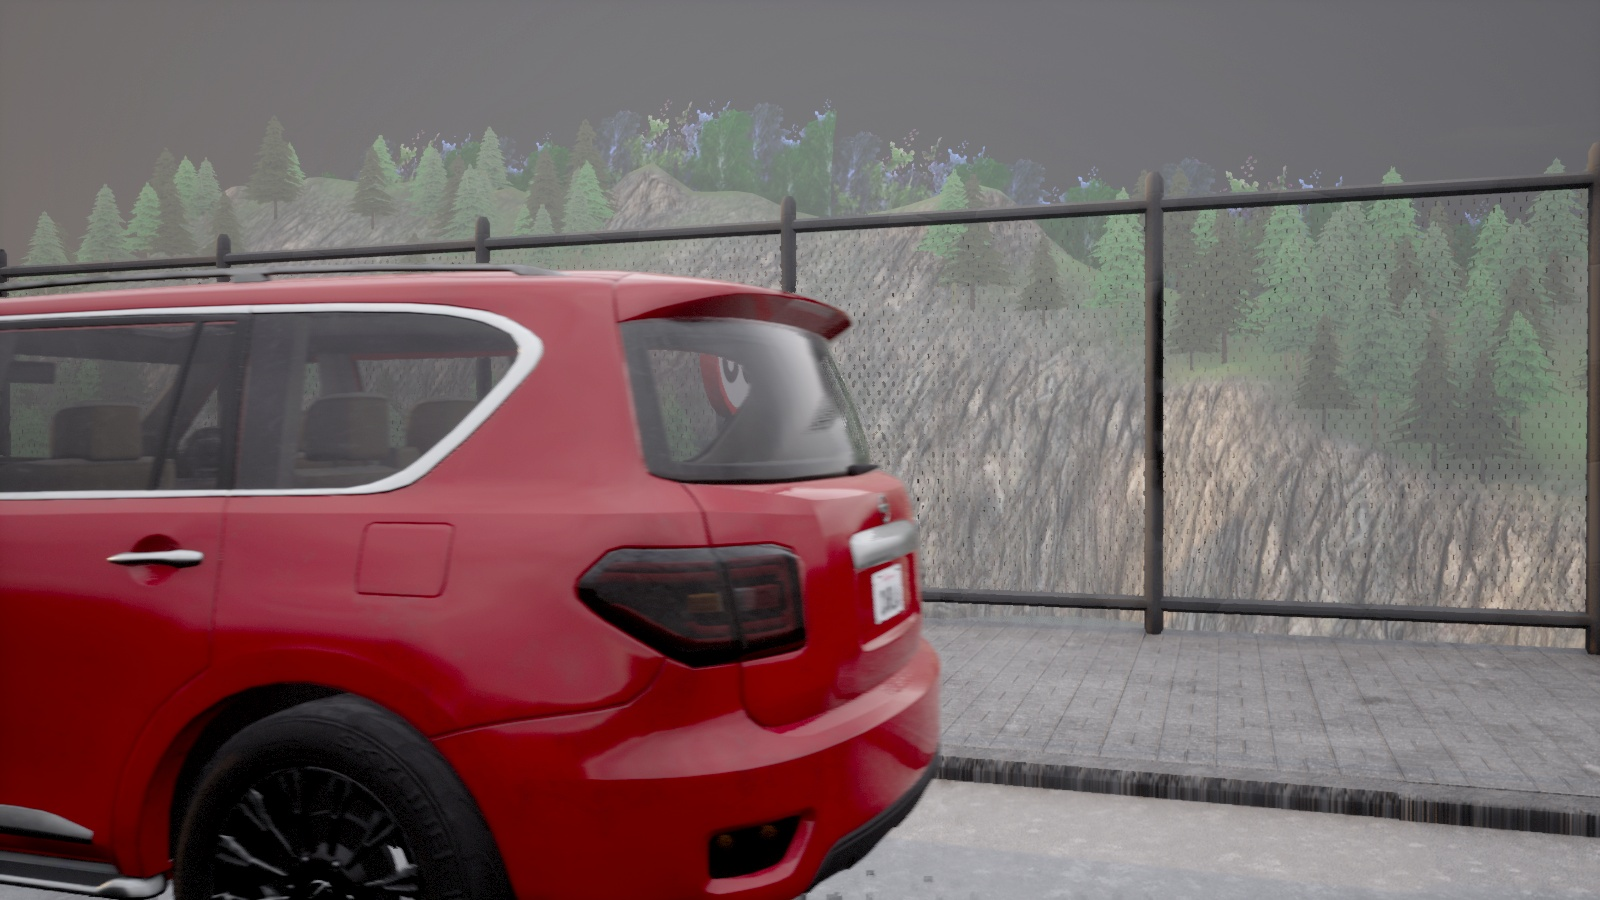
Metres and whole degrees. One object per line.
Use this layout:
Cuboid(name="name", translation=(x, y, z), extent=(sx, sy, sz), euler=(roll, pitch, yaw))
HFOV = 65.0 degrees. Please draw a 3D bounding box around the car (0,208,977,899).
Cuboid(name="car", translation=(-2.340, 0.467, 4.509), extent=(5.566, 2.045, 2.150), euler=(1, 1, 19))
